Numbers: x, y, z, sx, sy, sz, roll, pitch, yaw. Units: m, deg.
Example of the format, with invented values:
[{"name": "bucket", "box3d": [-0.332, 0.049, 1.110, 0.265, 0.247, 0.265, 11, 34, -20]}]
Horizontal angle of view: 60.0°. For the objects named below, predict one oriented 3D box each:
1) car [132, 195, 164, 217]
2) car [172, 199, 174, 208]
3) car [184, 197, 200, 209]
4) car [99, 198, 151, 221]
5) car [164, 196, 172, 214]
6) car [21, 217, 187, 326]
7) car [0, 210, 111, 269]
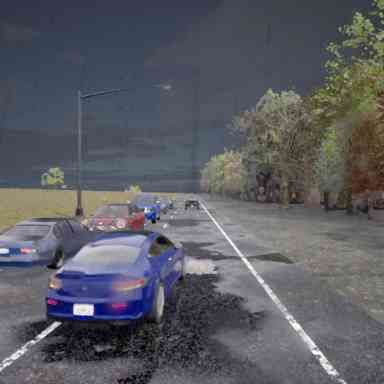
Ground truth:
[{"name": "car", "box3d": [-3.625, 1.223, 25.239, 2.150, 2.045, 5.566, 0, 0, -1]}, {"name": "car", "box3d": [-3.630, 1.347, 45.250, 2.097, 1.767, 4.553, 0, 0, 0]}, {"name": "car", "box3d": [0.024, 1.500, 44.326, 1.837, 1.490, 4.892, 0, 0, 0]}, {"name": "car", "box3d": [-3.607, 1.354, 15.804, 2.097, 1.767, 4.553, 0, 0, 5]}, {"name": "car", "box3d": [-3.622, 1.351, 35.244, 2.097, 1.767, 4.553, 0, 0, 0]}, {"name": "car", "box3d": [-1.270, 1.526, 7.095, 1.812, 1.442, 4.674, 0, 0, 7]}, {"name": "car", "box3d": [-4.626, 1.549, 11.002, 2.033, 1.411, 5.357, 0, 0, 5]}]
